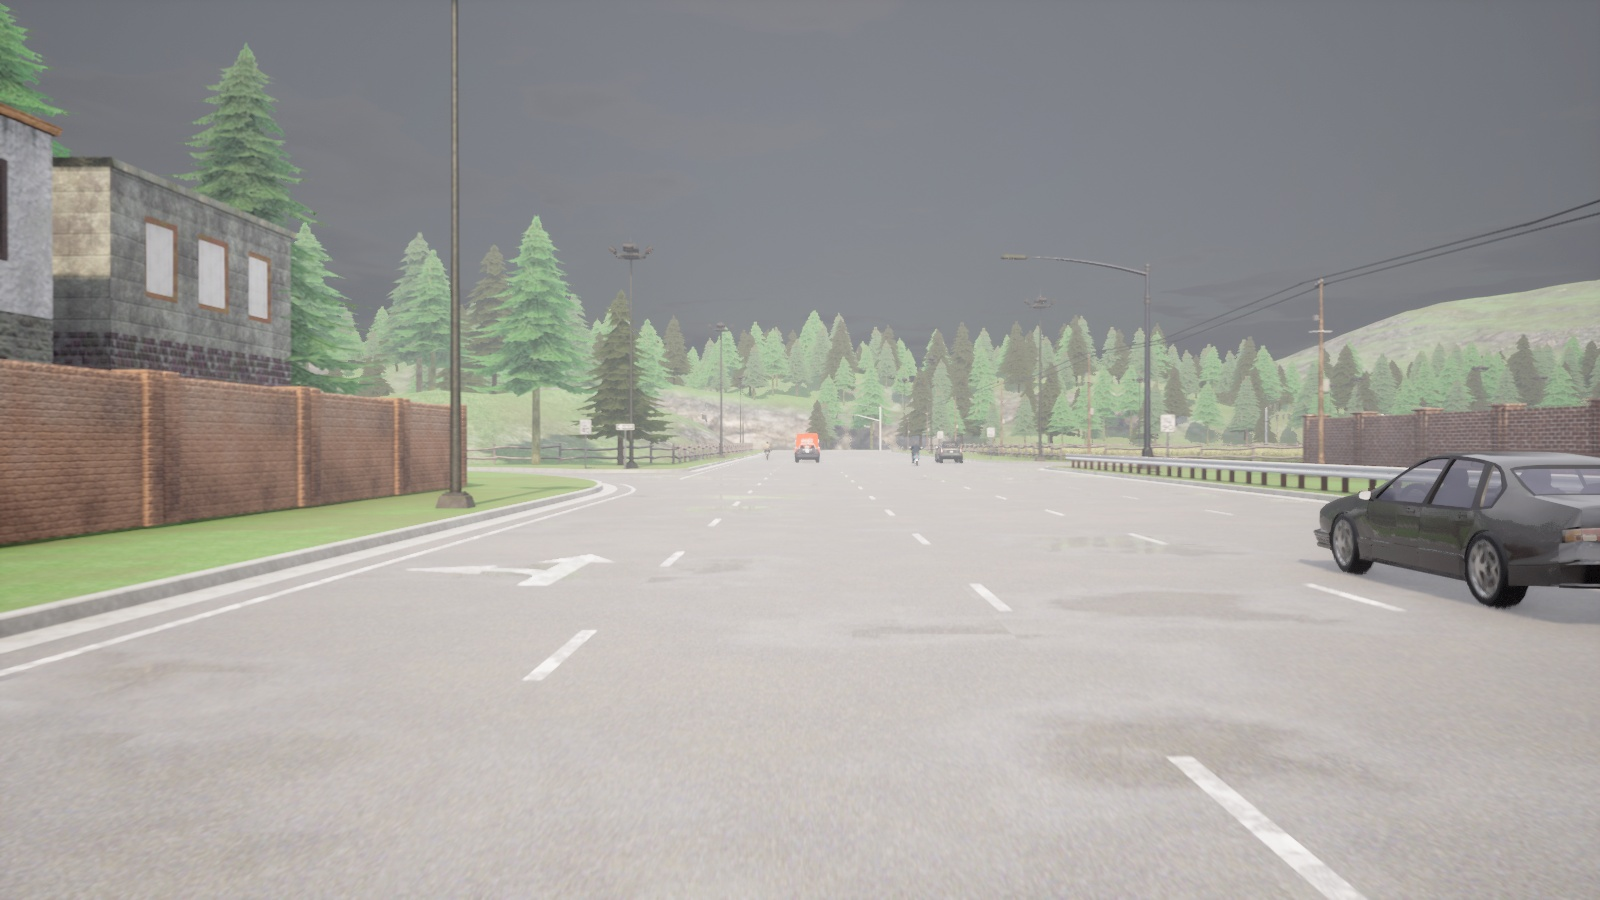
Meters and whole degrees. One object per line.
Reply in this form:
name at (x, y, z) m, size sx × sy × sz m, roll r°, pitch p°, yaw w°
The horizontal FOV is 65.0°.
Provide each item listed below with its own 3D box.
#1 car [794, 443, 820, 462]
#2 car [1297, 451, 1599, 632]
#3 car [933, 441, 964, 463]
car at (0.570, 0.157, 98.334) m, size 1.970 × 1.475 × 3.806 m, roll 0°, pitch 0°, yaw 0°
car at (7.087, 0.728, 12.684) m, size 2.033 × 1.411 × 5.357 m, roll 0°, pitch 0°, yaw 0°
car at (11.042, 0.126, 93.412) m, size 1.851 × 1.617 × 3.988 m, roll 0°, pitch 0°, yaw 0°
